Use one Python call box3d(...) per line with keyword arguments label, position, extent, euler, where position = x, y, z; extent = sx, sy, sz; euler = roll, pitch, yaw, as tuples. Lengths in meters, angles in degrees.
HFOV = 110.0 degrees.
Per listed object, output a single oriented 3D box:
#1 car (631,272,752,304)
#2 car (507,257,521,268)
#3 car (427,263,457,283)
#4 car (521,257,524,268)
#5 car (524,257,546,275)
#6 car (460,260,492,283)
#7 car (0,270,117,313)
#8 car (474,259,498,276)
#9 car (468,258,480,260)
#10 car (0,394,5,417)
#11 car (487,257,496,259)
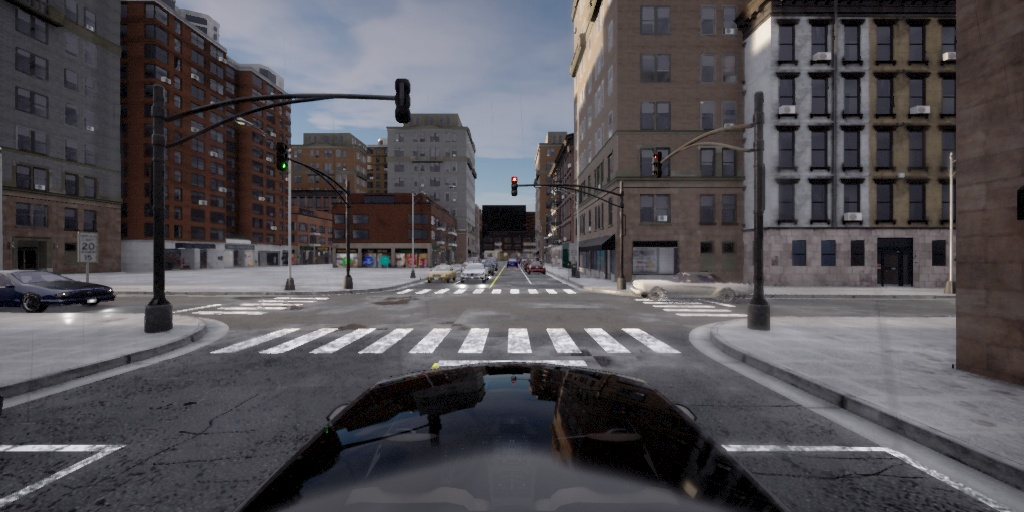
box3d(label="car", position=(7.951, 1.396, 16.344), extent=(4.718, 1.301, 1.895), euler=(0, 0, 6))
box3d(label="car", position=(0.083, 1.231, 61.562), extent=(1.882, 1.535, 5.008), euler=(0, 0, 0))
box3d(label="car", position=(-5.397, 1.276, 27.965), extent=(1.751, 1.417, 4.829), euler=(0, 0, 0))
box3d(label="car", position=(2.621, 1.066, 45.124), extent=(2.192, 1.841, 5.009), euler=(0, 0, 0))
box3d(label="car", position=(2.624, 1.191, 39.462), extent=(1.967, 1.591, 4.097), euler=(0, 0, 0))
box3d(label="car", position=(-2.856, 1.276, 28.106), extent=(1.812, 1.442, 4.674), euler=(0, 0, 0))
box3d(label="car", position=(-17.807, 1.216, 12.935), extent=(5.357, 1.411, 2.033), euler=(0, 0, 0))
box3d(label="car", position=(-2.850, 1.315, 37.898), extent=(1.994, 1.385, 4.181), euler=(0, 0, 1))
box3d(label="car", position=(-5.404, 1.302, 45.121), extent=(2.007, 1.370, 4.403), euler=(0, 0, 0))
box3d(label="car", position=(-5.388, 1.300, 1.290), extent=(2.007, 1.370, 4.403), euler=(0, 0, 0))
box3d(label="car", position=(-2.852, 1.244, 48.095), extent=(2.128, 1.511, 4.902), euler=(0, 0, 0))
